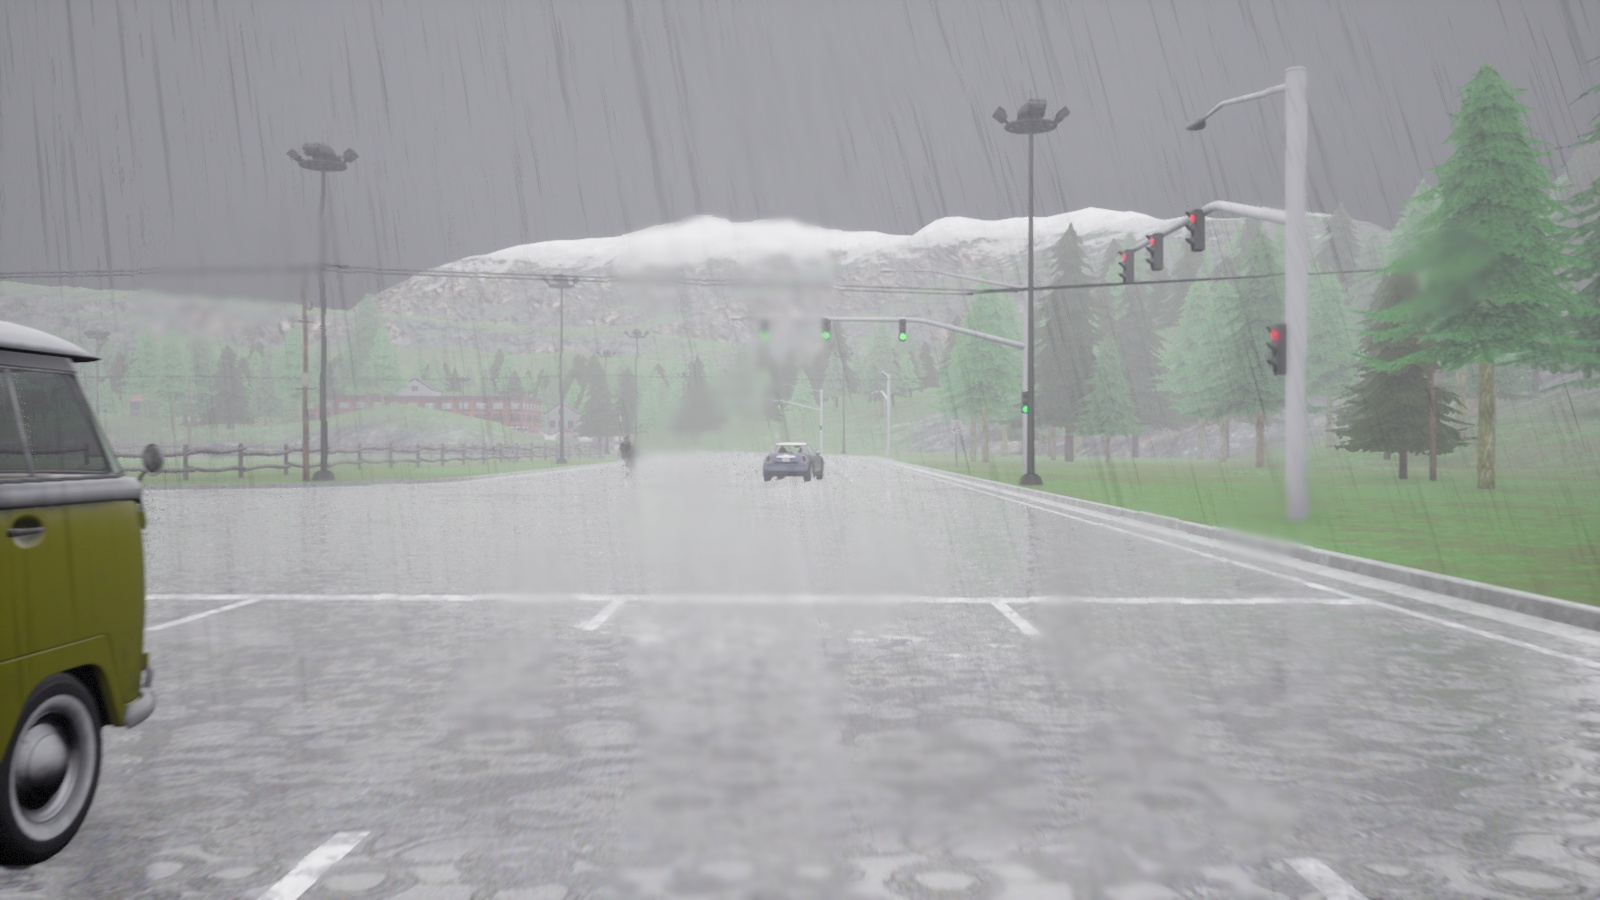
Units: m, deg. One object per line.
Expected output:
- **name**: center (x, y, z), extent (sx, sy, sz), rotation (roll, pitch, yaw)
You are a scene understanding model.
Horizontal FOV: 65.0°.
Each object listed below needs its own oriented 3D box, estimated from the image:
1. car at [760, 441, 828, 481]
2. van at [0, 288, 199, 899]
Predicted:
- **car**: center (-0.186, 0.396, 49.237), extent (1.970, 1.475, 3.806), rotation (0, 0, 10)
- **van**: center (-3.466, 0.476, 3.144), extent (1.775, 1.987, 4.442), rotation (0, 0, 0)
